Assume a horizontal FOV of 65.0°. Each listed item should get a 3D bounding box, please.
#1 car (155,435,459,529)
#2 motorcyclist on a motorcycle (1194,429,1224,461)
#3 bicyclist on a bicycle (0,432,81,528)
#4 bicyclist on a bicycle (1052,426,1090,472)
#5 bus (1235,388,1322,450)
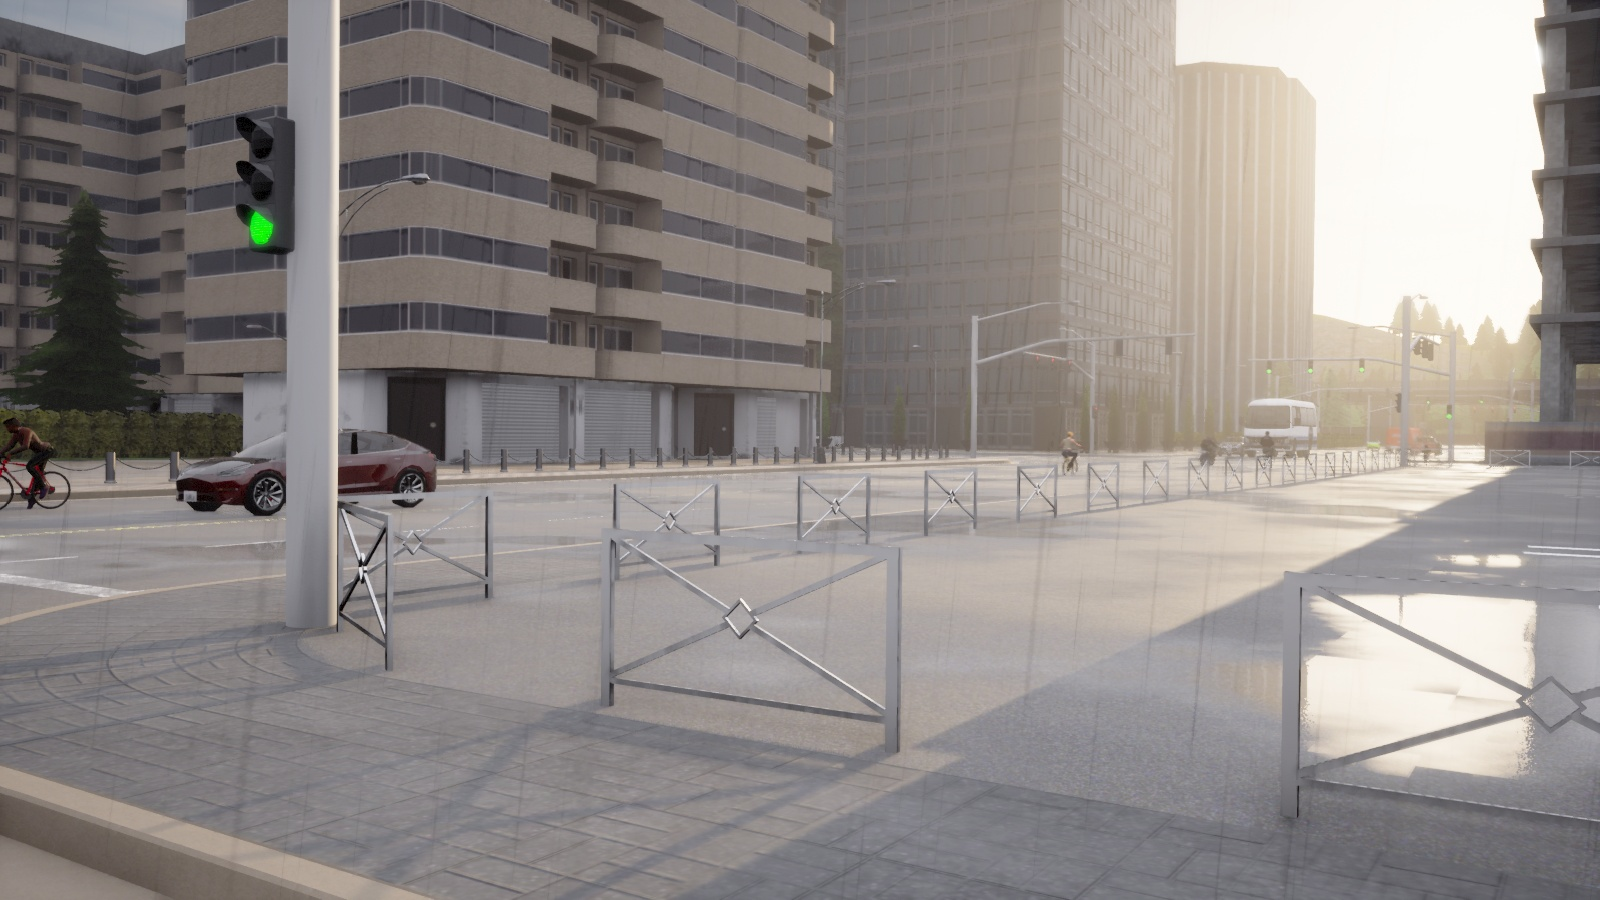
[{"bbox_3d":[-8.837,0.498,22.939,2.163,1.488,4.792,0,1,33],"label":"car"},{"bbox_3d":[20.138,-0.273,61.858,0.866,1.530,2.191,0,1,33],"label":"motorcyclist on a motorcycle"},{"bbox_3d":[-13.599,0.507,21.982,0.582,1.620,1.656,0,1,33],"label":"bicyclist on a bicycle"},{"bbox_3d":[9.893,-0.047,45.785,0.866,1.612,1.509,0,1,32],"label":"bicyclist on a bicycle"},{"bbox_3d":[35.063,-2.215,91.767,3.944,4.253,10.273,0,1,33],"label":"bus"}]
